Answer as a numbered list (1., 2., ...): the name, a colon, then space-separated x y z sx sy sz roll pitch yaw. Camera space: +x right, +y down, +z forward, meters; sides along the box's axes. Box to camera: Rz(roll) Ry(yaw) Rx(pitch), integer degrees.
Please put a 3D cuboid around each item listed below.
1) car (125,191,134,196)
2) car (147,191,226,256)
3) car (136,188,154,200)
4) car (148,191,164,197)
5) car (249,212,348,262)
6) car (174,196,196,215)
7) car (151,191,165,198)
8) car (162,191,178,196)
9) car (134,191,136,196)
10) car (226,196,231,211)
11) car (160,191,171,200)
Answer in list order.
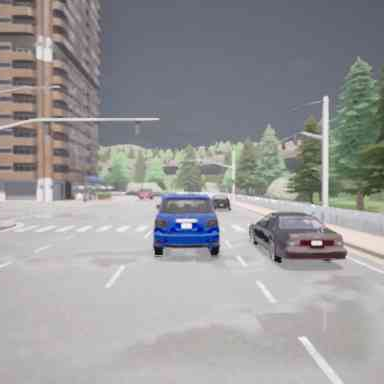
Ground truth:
1. car: -16.827 0.344 93.648 4.674 1.442 1.812 0 1 31
2. car: -0.207 1.061 12.567 2.150 2.045 5.566 0 1 -1
3. car: -8.526 0.441 61.998 2.150 2.045 5.566 0 1 -1
4. car: -9.374 0.451 87.381 1.994 1.385 4.181 -1 1 -45
5. car: 3.316 1.396 11.480 2.033 1.411 5.357 0 1 -1
6. car: -0.633 1.152 30.185 1.812 1.442 4.674 0 1 -1
7. car: -8.115 0.552 79.291 1.994 1.385 4.181 0 1 -25
8. car: -5.933 0.473 88.727 1.895 1.301 4.718 -1 1 -40
9. car: -11.324 0.546 77.876 2.128 1.511 4.902 0 1 -25
10. car: 2.776 1.043 34.199 1.882 1.535 5.008 0 1 -1
11. car: -5.087 0.669 63.935 1.882 1.535 5.008 0 1 -1
